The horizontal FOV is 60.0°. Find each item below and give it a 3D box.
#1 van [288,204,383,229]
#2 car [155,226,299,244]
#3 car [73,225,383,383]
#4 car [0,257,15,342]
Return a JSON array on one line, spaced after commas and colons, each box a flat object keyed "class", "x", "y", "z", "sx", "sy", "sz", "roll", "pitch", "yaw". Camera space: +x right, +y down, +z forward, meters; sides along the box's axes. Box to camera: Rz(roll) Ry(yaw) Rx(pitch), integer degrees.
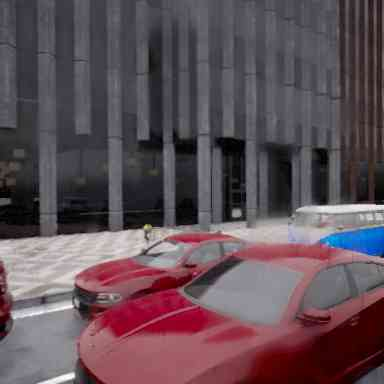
[{"class": "van", "x": 4.571, "y": 1.284, "z": 9.917, "sx": 3.998, "sy": 1.788, "sz": 1.690, "roll": 0, "pitch": 0, "yaw": -36}, {"class": "car", "x": -0.016, "y": 1.522, "z": 6.642, "sx": 4.507, "sy": 1.381, "sz": 1.887, "roll": 0, "pitch": 0, "yaw": -36}, {"class": "car", "x": 1.139, "y": 1.458, "z": 4.191, "sx": 5.008, "sy": 1.535, "sz": 1.882, "roll": 0, "pitch": 0, "yaw": -36}, {"class": "car", "x": -4.606, "y": 1.327, "z": 3.367, "sx": 5.009, "sy": 1.841, "sz": 2.192, "roll": 0, "pitch": 0, "yaw": -36}]
